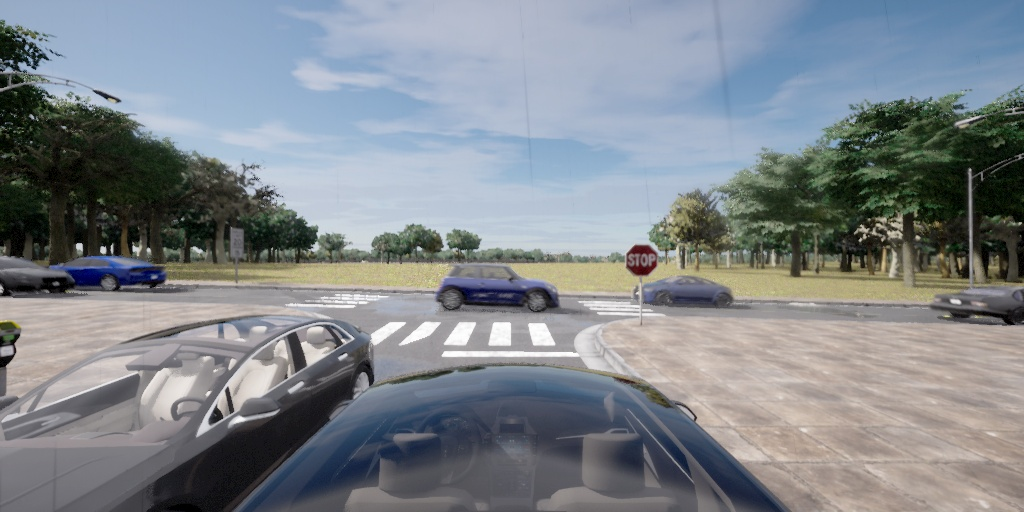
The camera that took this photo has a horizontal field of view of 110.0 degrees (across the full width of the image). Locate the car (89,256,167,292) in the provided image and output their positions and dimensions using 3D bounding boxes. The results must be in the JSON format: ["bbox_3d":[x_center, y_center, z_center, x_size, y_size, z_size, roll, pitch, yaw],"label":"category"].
[{"bbox_3d":[-18.884,0.753,16.457,5.008,1.535,1.882,2,-1,0],"label":"car"}]

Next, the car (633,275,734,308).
[{"bbox_3d":[7.825,1.582,16.580,4.181,1.385,1.994,2,-1,0],"label":"car"}]

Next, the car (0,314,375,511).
[{"bbox_3d":[-2.645,1.300,3.121,2.007,1.370,4.403,0,0,0],"label":"car"}]

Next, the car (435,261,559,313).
[{"bbox_3d":[-0.510,1.104,13.597,4.553,1.767,2.097,1,-1,0],"label":"car"}]

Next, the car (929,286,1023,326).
[{"bbox_3d":[19.421,1.868,13.686,5.357,1.411,2.033,2,-1,0],"label":"car"}]

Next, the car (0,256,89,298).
[{"bbox_3d":[-19.605,0.733,13.504,4.892,1.490,1.837,2,-1,0],"label":"car"}]
